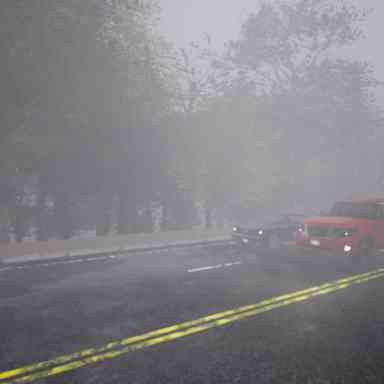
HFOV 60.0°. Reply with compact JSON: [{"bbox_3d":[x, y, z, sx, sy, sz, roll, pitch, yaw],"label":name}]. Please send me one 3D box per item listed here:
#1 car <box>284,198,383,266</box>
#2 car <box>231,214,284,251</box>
[{"bbox_3d":[6.102,1.243,11.974,5.566,2.045,2.150,1,0,-35],"label":"car"},{"bbox_3d":[3.937,1.619,14.425,4.718,1.301,1.895,0,0,-35],"label":"car"}]
